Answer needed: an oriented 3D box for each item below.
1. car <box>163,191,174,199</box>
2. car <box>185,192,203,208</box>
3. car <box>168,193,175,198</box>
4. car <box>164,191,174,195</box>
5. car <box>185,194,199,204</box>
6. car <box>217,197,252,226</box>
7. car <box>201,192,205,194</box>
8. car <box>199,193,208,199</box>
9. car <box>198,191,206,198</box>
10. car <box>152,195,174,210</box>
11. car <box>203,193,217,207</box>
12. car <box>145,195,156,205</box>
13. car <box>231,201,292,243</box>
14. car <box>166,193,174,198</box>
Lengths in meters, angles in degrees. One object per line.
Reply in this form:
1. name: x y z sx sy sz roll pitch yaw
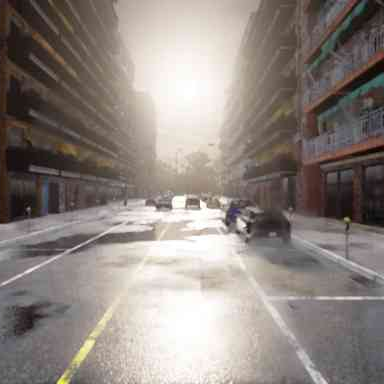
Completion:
1. car: -5.803 0.746 82.212 2.192 1.841 5.009 1 0 0
2. car: 0.083 1.176 42.953 1.882 1.535 5.008 0 1 0
3. car: -5.806 0.939 93.351 1.802 1.307 4.206 1 0 0
4. car: -5.807 1.019 76.646 2.008 1.369 4.403 1 0 0
5. car: 0.023 1.105 55.404 2.128 1.511 4.902 0 0 1
6. car: 3.114 1.195 22.326 2.097 1.767 4.553 0 0 0
7. car: 2.774 1.144 60.551 1.947 1.339 4.313 1 0 0
8. car: 2.841 0.982 82.181 2.008 1.369 4.403 1 0 0
9. car: 2.844 0.672 93.315 2.192 1.841 5.009 1 0 0
10. car: -3.095 1.335 37.822 1.895 1.301 4.718 0 0 0
11. car: 2.711 1.221 43.375 1.752 1.417 4.829 1 0 0
12. car: -5.695 1.099 48.805 1.967 1.590 4.097 1 0 0
13. car: 3.146 1.395 15.356 1.837 1.490 4.892 0 0 0
14. car: -5.806 0.960 87.783 1.947 1.339 4.313 1 0 0
